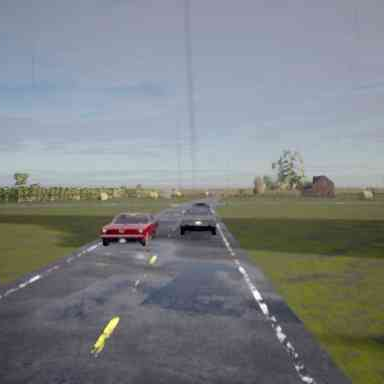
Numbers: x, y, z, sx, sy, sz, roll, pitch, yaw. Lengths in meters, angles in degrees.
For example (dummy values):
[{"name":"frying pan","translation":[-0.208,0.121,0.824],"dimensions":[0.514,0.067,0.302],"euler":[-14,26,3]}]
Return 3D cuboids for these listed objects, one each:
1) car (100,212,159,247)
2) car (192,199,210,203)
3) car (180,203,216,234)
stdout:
[{"name":"car","translation":[-2.677,1.602,15.153],"dimensions":[1.895,1.301,4.718],"euler":[0,0,1]},{"name":"car","translation":[0.944,1.507,35.606],"dimensions":[1.837,1.490,4.892],"euler":[0,0,2]},{"name":"car","translation":[0.372,1.567,19.237],"dimensions":[1.994,1.385,4.181],"euler":[0,0,1]}]
